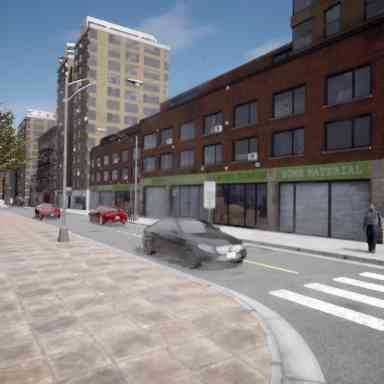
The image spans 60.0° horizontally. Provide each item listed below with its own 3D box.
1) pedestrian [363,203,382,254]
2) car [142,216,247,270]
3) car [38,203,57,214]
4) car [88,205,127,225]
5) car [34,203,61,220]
[{"bbox_3d":[6.528,1.292,12.108,0.375,1.860,0.375,1,0,-34],"label":"pedestrian"},{"bbox_3d":[-0.147,1.596,11.552,1.812,1.442,4.674,1,-1,-34],"label":"car"},{"bbox_3d":[-20.993,2.304,48.218,1.812,1.442,4.674,1,-2,-34],"label":"car"},{"bbox_3d":[-6.973,1.826,27.143,1.882,1.535,5.008,1,-2,-34],"label":"car"},{"bbox_3d":[-14.291,1.909,32.853,1.882,1.535,5.008,1,-2,-33],"label":"car"}]
